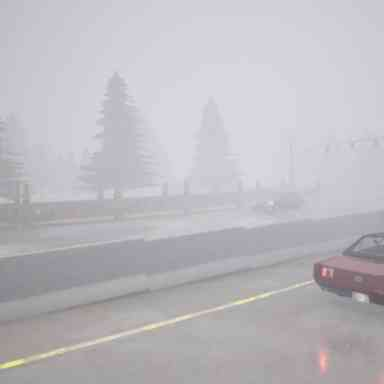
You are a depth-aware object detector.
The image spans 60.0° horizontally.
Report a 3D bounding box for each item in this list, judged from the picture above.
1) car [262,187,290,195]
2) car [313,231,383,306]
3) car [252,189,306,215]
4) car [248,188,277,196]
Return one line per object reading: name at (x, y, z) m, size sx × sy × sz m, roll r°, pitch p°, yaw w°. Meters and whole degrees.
car at (14.770, -0.184, 58.573) m, size 1.895 × 1.301 × 4.718 m, roll -3°, pitch 2°, yaw -35°
car at (4.782, 1.515, 7.156) m, size 4.718 × 1.301 × 1.895 m, roll -2°, pitch 1°, yaw -35°
car at (6.805, 0.740, 25.994) m, size 4.553 × 1.767 × 2.097 m, roll -3°, pitch 2°, yaw -35°
car at (11.966, -0.022, 56.461) m, size 1.895 × 1.301 × 4.718 m, roll -3°, pitch 2°, yaw -35°
